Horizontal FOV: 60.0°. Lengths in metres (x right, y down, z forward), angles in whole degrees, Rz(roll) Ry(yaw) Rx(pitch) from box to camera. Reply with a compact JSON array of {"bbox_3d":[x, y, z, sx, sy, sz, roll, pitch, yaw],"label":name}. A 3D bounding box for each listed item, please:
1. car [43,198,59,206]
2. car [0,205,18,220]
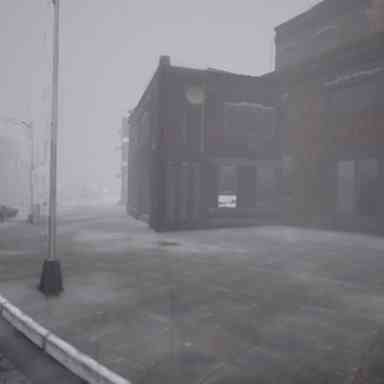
[{"bbox_3d":[-27.453,1.925,64.978,2.033,1.411,5.357,1,-1,-11],"label":"car"},{"bbox_3d":[-16.994,1.758,29.385,1.895,1.301,4.718,1,-1,-12],"label":"car"}]
